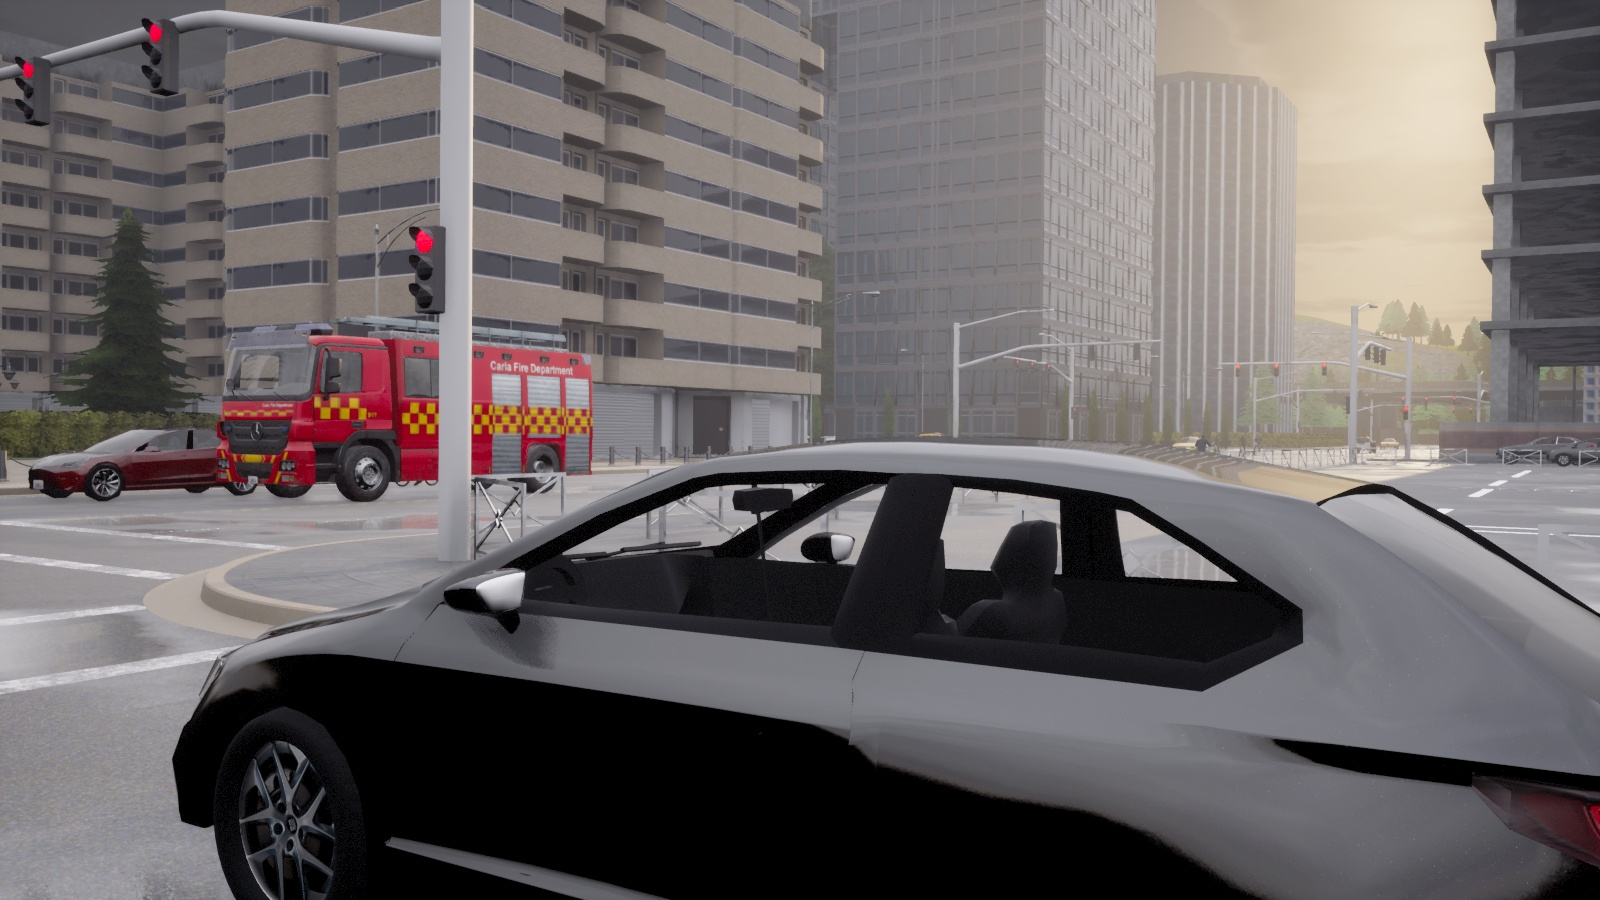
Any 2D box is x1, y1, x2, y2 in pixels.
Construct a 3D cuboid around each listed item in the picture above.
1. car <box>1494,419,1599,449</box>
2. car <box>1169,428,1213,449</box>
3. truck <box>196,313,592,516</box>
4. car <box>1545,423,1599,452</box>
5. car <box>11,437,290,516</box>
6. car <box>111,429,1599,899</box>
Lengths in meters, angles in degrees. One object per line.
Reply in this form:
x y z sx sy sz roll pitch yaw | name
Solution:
41.957 -0.889 70.566 5.027 1.651 2.152 0 1 32 | car
29.585 -0.894 94.940 1.801 1.575 5.366 0 1 32 | car
-8.614 -0.738 28.003 2.891 3.827 8.468 0 1 32 | truck
42.050 -0.664 66.379 4.514 1.525 2.007 0 1 32 | car
-13.616 0.491 26.643 2.163 1.488 4.792 0 1 32 | car
0.098 0.696 3.550 4.193 1.474 1.816 0 1 33 | car
